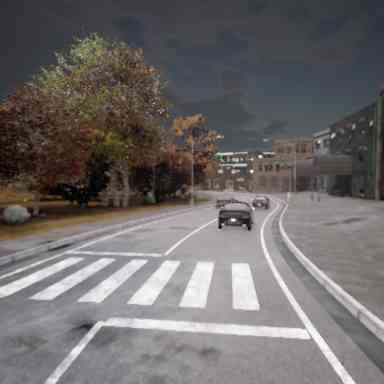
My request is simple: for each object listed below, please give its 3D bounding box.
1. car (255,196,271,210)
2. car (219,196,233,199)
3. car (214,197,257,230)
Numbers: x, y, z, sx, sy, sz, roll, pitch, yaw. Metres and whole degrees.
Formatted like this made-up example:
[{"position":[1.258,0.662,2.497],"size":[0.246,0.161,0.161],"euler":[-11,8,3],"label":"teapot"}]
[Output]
[{"position":[7.957,1.177,38.195],"size":[1.812,1.442,4.674],"euler":[1,1,17],"label":"car"},{"position":[3.940,1.142,37.846],"size":[2.033,1.411,5.357],"euler":[1,1,17],"label":"car"},{"position":[2.804,1.356,20.492],"size":[1.882,1.535,5.008],"euler":[1,1,13],"label":"car"}]
